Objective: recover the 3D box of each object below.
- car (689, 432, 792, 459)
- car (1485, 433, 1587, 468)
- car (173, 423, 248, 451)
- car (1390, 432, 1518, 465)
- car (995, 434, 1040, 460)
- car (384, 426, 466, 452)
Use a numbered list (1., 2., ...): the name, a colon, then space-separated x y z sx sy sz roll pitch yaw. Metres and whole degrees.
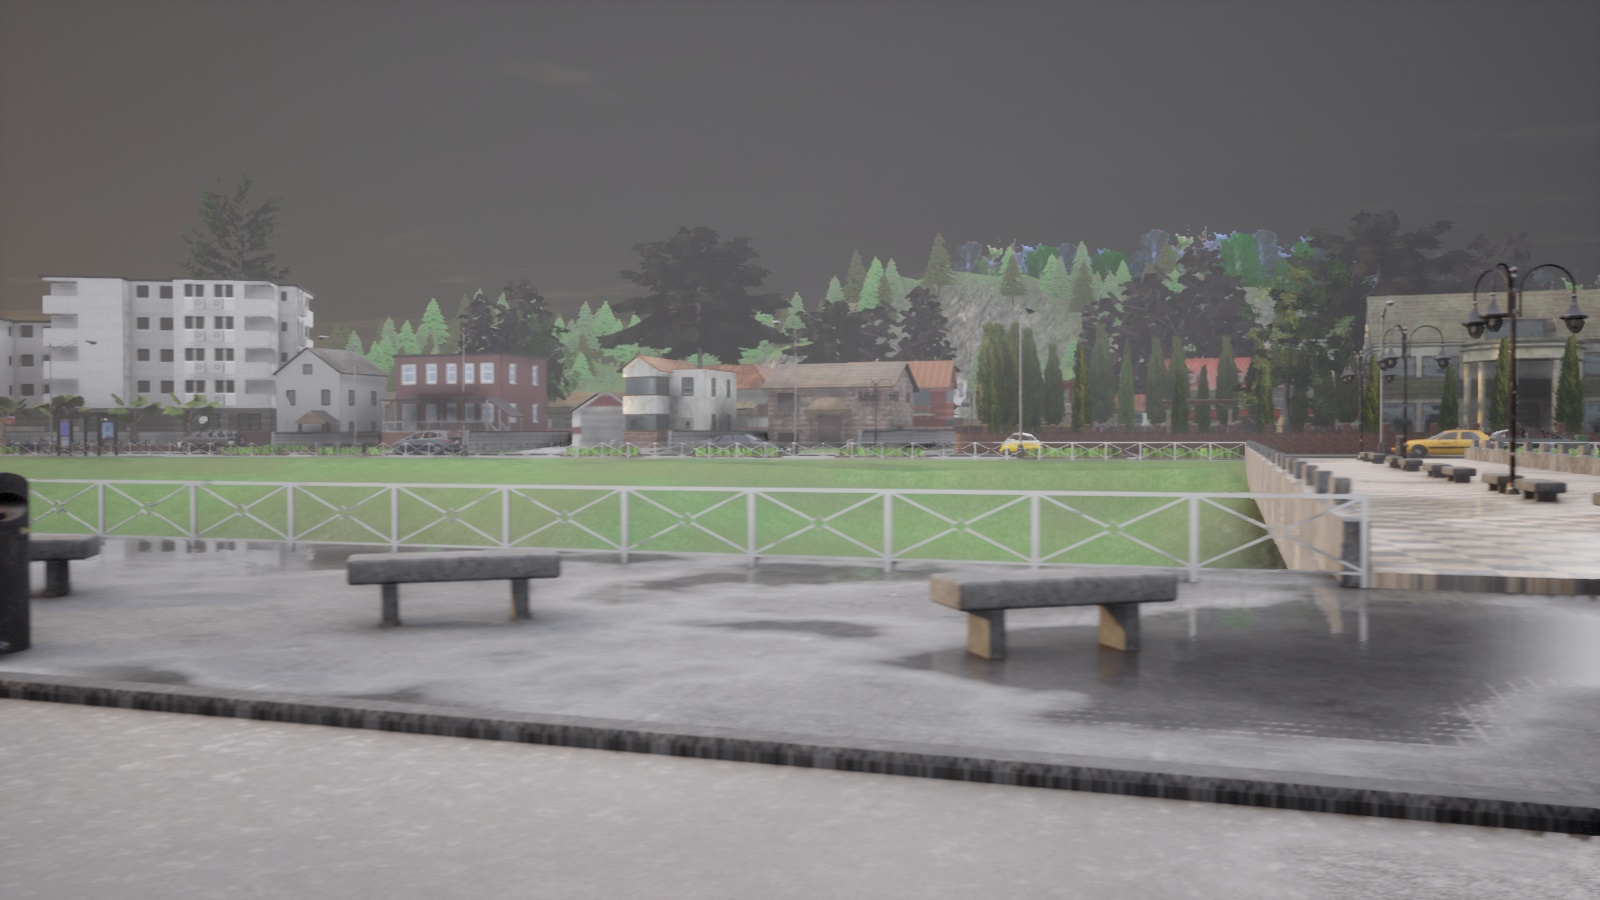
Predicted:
1. car: -3.330 -0.258 69.920 5.357 1.411 2.033 1 1 19
2. car: 33.635 0.011 57.474 3.705 1.549 1.789 0 1 19
3. car: -40.727 -0.899 86.728 4.605 1.855 1.932 1 1 19
4. car: 32.281 -0.108 62.150 5.366 1.575 1.801 1 1 19
5. car: 11.955 -0.179 68.995 2.207 1.376 1.481 1 1 19
6. car: -24.237 -0.720 81.177 4.611 1.667 2.242 1 1 19
